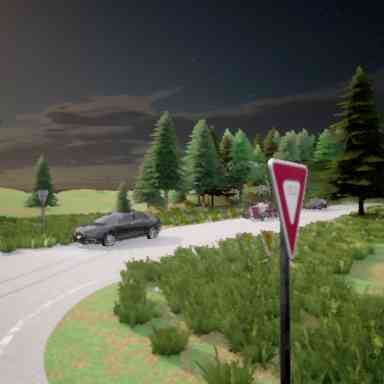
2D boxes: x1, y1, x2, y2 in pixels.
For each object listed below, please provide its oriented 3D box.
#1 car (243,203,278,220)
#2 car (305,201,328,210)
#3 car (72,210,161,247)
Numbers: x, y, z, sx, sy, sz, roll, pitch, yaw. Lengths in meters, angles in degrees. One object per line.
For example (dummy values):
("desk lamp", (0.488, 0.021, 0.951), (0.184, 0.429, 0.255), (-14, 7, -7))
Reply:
("car", (6.421, 1.725, 30.612), (1.812, 1.442, 4.674), (0, 0, 35))
("car", (17.035, 1.618, 45.621), (2.097, 1.767, 4.553), (0, 0, 35))
("car", (-3.531, 1.701, 16.389), (1.837, 1.490, 4.892), (0, 0, 35))
